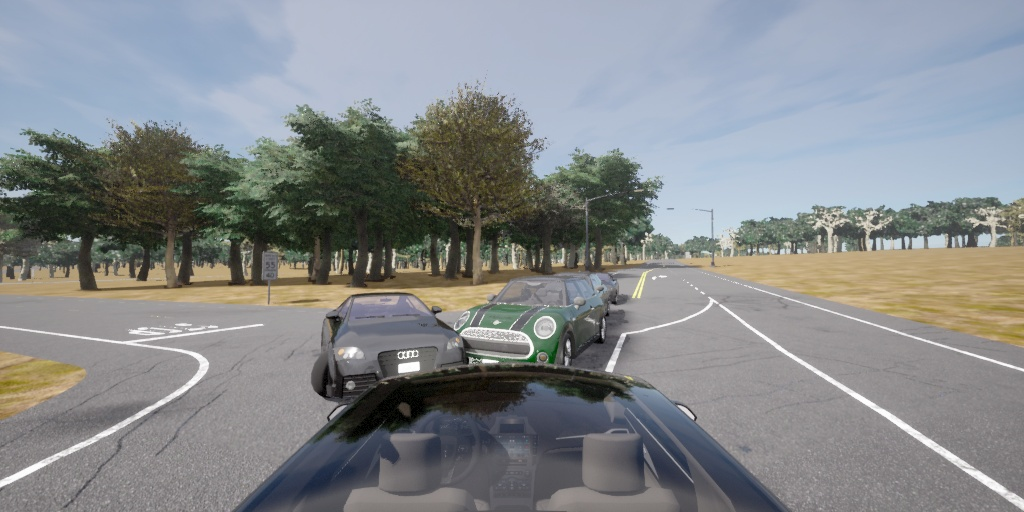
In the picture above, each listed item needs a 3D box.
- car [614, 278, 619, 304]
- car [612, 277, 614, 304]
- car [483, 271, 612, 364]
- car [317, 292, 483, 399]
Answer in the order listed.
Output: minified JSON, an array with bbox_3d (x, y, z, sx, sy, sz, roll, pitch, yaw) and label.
[{"bbox_3d":[4.229,1.509,17.814,1.994,1.385,4.181,-1,0,19],"label":"car"},{"bbox_3d":[2.032,1.344,12.088,2.097,1.767,4.553,-1,-1,21],"label":"car"},{"bbox_3d":[0.624,1.218,7.776,2.097,1.767,4.553,-1,-2,26],"label":"car"},{"bbox_3d":[-2.348,1.375,6.572,1.994,1.385,4.181,1,-2,-29],"label":"car"}]
